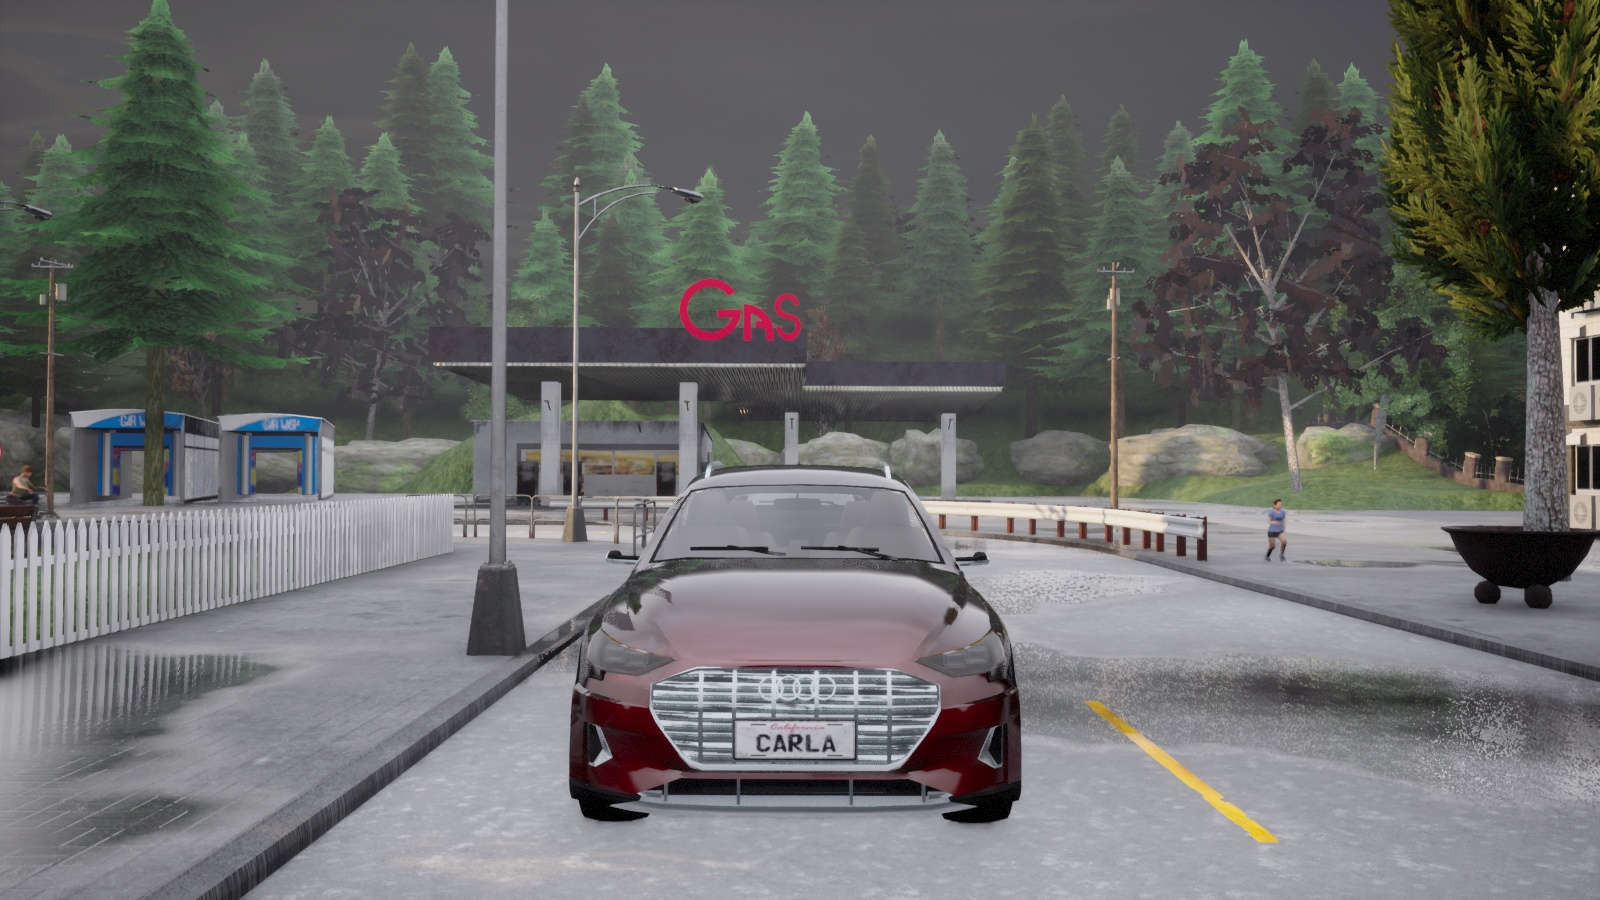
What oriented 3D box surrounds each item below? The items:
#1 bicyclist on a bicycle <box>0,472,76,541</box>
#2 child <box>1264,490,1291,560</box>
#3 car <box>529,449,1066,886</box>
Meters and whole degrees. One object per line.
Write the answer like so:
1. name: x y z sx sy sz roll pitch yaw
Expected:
1. bicyclist on a bicycle: -18.088 1.320 29.635 1.509 1.612 0.866 0 -1 0
2. child: 7.747 1.215 20.379 0.255 1.110 0.394 0 -1 -2
3. car: -0.007 0.865 7.197 2.033 1.649 4.856 0 -1 0
